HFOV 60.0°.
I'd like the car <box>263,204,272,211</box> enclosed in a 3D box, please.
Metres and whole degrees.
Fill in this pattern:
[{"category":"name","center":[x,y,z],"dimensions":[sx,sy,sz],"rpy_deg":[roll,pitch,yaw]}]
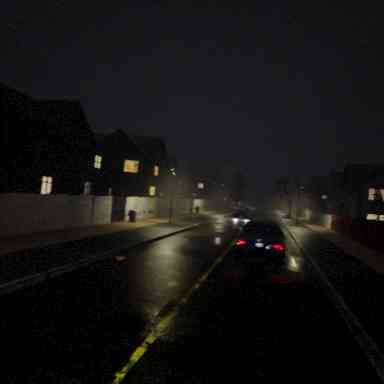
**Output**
[{"category":"car","center":[19.872,4.049,87.097],"dimensions":[2.097,1.767,4.553],"rpy_deg":[5,-1,13]}]

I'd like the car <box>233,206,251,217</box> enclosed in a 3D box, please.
[{"category":"car","center":[6.183,2.440,40.209],"dimensions":[2.033,1.411,5.357],"rpy_deg":[5,-1,13]}]

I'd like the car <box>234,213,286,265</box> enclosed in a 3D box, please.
[{"category":"car","center":[2.819,1.896,13.578],"dimensions":[2.033,1.411,5.357],"rpy_deg":[5,0,13]}]
